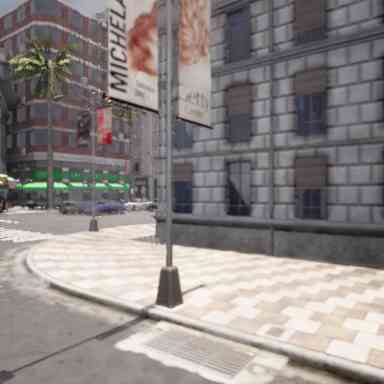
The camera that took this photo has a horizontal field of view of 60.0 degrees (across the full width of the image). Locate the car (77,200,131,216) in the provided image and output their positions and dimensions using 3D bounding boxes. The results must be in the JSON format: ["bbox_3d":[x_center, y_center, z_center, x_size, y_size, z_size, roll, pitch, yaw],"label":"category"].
[{"bbox_3d":[-8.834,1.580,33.696,1.812,1.442,4.674,0,0,36],"label":"car"}]

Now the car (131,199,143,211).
[{"bbox_3d":[-6.847,1.587,42.262,1.812,1.442,4.674,0,0,37],"label":"car"}]

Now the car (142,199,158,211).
[{"bbox_3d":[-3.468,1.654,40.982,1.895,1.301,4.718,0,0,37],"label":"car"}]

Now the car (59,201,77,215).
[{"bbox_3d":[-11.932,1.626,35.376,1.994,1.385,4.181,0,0,36],"label":"car"}]
